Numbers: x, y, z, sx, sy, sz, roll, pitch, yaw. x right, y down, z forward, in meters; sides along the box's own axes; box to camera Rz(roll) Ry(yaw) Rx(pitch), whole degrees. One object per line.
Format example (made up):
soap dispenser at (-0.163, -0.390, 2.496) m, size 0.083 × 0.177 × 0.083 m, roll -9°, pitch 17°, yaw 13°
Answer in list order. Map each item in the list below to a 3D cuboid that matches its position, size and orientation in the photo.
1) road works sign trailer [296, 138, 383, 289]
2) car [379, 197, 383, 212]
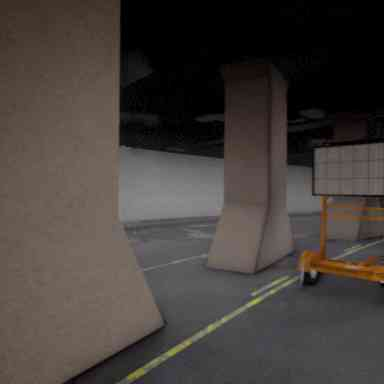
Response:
road works sign trailer at (4.269, 0.513, 8.269) m, size 2.380 × 3.560 × 2.880 m, roll 0°, pitch 0°, yaw 42°
car at (20.529, 1.460, 37.189) m, size 5.566 × 2.045 × 2.150 m, roll 1°, pitch 0°, yaw -38°
